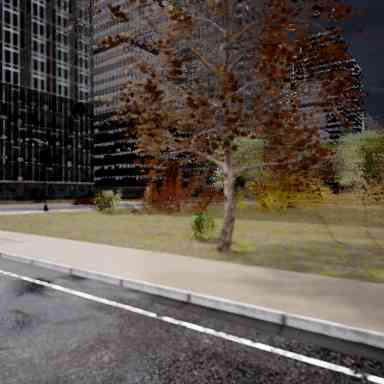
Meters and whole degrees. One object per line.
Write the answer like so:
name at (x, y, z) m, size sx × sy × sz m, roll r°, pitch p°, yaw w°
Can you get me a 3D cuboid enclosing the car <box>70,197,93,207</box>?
car at (-17.371, 1.619, 53.589) m, size 1.812 × 1.442 × 4.674 m, roll -1°, pitch -1°, yaw 37°
